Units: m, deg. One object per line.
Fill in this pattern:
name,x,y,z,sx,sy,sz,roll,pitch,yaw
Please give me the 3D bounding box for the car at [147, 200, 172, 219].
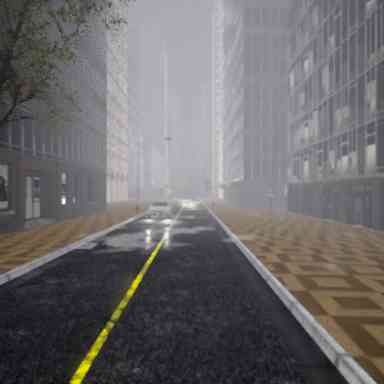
car,-2.711,1.466,28.771,1.812,1.442,4.674,0,0,1
